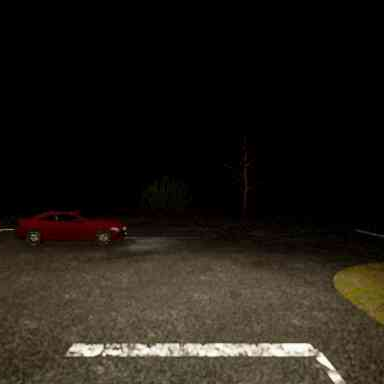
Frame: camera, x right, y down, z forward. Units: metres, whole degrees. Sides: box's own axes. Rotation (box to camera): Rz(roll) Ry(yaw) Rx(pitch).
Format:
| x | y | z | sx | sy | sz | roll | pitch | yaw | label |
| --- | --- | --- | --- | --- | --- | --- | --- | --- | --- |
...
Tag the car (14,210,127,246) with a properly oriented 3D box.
| x | y | z | sx | sy | sz | roll | pitch | yaw | label |
| --- | --- | --- | --- | --- | --- | --- | --- | --- | --- |
| -5.243 | 1.534 | 14.603 | 4.674 | 1.442 | 1.812 | 0 | 0 | -1 | car |
